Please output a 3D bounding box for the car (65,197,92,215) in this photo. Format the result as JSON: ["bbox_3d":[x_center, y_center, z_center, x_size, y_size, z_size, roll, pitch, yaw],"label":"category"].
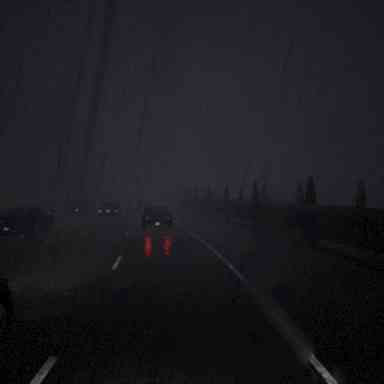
[{"bbox_3d":[-11.906,1.573,35.501,1.837,1.490,4.892,0,0,-10],"label":"car"}]

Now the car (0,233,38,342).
[{"bbox_3d":[-3.649,1.503,3.271,2.128,1.511,4.902,0,0,-2],"label":"car"}]

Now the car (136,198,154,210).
[{"bbox_3d":[-5.789,1.568,41.005,1.837,1.490,4.892,0,0,-10],"label":"car"}]

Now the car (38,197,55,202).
[{"bbox_3d":[-27.992,1.661,64.782,1.812,1.442,4.674,0,0,-10],"label":"car"}]

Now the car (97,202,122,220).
[{"bbox_3d":[-7.177,1.598,29.047,2.033,1.411,5.357,0,0,-10],"label":"car"}]

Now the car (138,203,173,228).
[{"bbox_3d":[-2.436,1.634,22.278,1.895,1.301,4.718,0,0,-9],"label":"car"}]

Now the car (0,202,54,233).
[{"bbox_3d":[-8.725,1.517,17.453,1.882,1.535,5.008,0,0,-9],"label":"car"}]

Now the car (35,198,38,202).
[{"bbox_3d":[-33.045,1.704,73.027,1.994,1.385,4.181,0,0,-10],"label":"car"}]
